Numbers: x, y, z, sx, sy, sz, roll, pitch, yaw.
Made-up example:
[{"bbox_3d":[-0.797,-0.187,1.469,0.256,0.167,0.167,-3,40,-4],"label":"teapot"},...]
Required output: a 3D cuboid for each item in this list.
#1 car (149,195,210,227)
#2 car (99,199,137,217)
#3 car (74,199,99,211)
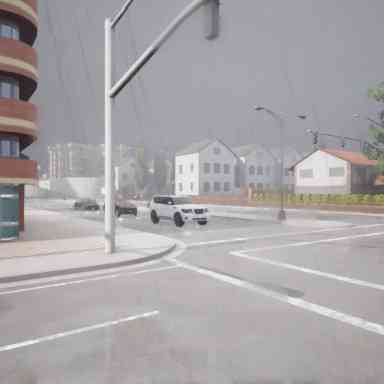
[{"bbox_3d":[-1.053,1.221,23.514,2.150,2.045,5.566,0,0,-35],"label":"car"},{"bbox_3d":[-6.959,1.476,32.054,1.882,1.535,5.008,0,0,-34],"label":"car"},{"bbox_3d":[-13.002,1.547,40.815,2.033,1.411,5.357,0,0,-35],"label":"car"}]
